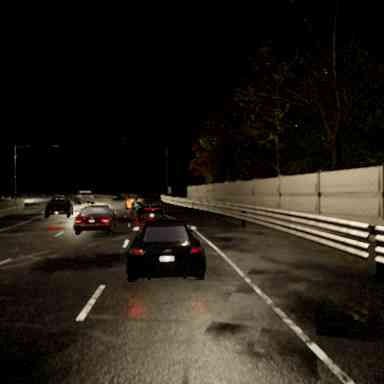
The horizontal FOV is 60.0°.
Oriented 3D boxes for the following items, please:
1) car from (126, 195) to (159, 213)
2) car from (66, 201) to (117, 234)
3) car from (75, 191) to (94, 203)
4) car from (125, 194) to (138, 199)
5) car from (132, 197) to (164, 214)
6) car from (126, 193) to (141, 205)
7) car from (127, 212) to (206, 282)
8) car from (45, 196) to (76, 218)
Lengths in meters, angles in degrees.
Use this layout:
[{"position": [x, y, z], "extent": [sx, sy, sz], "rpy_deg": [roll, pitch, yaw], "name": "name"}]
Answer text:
[{"position": [-4.690, 1.301, 31.042], "extent": [2.128, 1.511, 4.902], "rpy_deg": [0, 0, -14], "name": "car"}, {"position": [-5.260, 1.435, 18.436], "extent": [2.033, 1.411, 5.357], "rpy_deg": [0, 0, -10], "name": "car"}, {"position": [-16.389, 0.917, 50.471], "extent": [2.150, 2.045, 5.566], "rpy_deg": [0, 0, -27], "name": "car"}, {"position": [-6.915, 1.104, 40.161], "extent": [2.097, 1.767, 4.553], "rpy_deg": [0, 0, -12], "name": "car"}, {"position": [-3.242, 1.348, 24.915], "extent": [1.837, 1.490, 4.892], "rpy_deg": [0, 0, -13], "name": "car"}, {"position": [-9.073, 1.032, 51.989], "extent": [2.097, 1.767, 4.553], "rpy_deg": [0, 0, -9], "name": "car"}, {"position": [-0.771, 1.503, 9.706], "extent": [1.994, 1.385, 4.181], "rpy_deg": [0, 0, -5], "name": "car"}, {"position": [-11.115, 1.337, 27.989], "extent": [1.837, 1.490, 4.892], "rpy_deg": [0, 0, -16], "name": "car"}]
